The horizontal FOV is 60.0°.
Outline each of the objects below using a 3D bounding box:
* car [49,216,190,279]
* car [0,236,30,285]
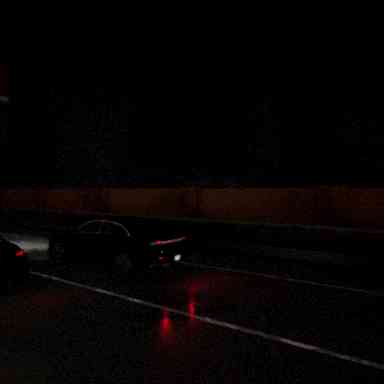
[{"bbox_3d":[-2.348,1.471,10.003,4.902,1.511,2.128,0,0,36],"label":"car"},{"bbox_3d":[-5.885,1.535,8.226,4.181,1.385,1.994,0,0,36],"label":"car"}]
